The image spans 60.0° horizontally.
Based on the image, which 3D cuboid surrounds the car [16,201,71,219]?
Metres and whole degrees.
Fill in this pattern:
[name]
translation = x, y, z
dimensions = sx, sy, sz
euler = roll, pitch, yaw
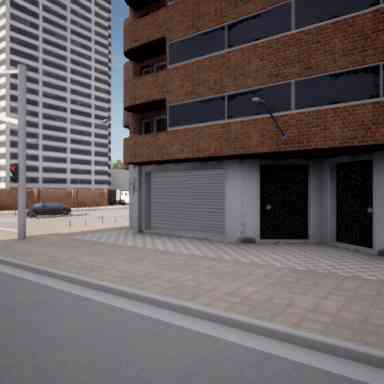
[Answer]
[car]
translation = -12.967, 1.517, 29.316
dimensions = 1.812, 1.442, 4.674
euler = 0, 0, 36
